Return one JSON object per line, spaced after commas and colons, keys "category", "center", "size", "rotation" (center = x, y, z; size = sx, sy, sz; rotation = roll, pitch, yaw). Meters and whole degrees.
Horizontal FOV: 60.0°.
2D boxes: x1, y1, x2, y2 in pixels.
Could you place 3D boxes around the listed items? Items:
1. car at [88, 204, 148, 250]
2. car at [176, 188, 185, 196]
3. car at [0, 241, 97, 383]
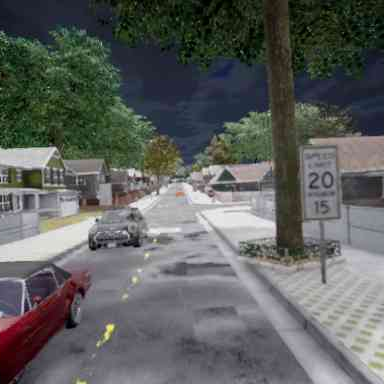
{"category": "car", "center": [-3.271, 1.508, 15.382], "size": [2.097, 1.767, 4.553], "rotation": [-3, 0, -2]}
{"category": "car", "center": [-2.861, -0.114, 80.190], "size": [2.097, 1.767, 4.553], "rotation": [-3, 2, -2]}
{"category": "car", "center": [-2.871, 1.748, 4.467], "size": [1.895, 1.301, 4.718], "rotation": [-3, 0, -2]}
